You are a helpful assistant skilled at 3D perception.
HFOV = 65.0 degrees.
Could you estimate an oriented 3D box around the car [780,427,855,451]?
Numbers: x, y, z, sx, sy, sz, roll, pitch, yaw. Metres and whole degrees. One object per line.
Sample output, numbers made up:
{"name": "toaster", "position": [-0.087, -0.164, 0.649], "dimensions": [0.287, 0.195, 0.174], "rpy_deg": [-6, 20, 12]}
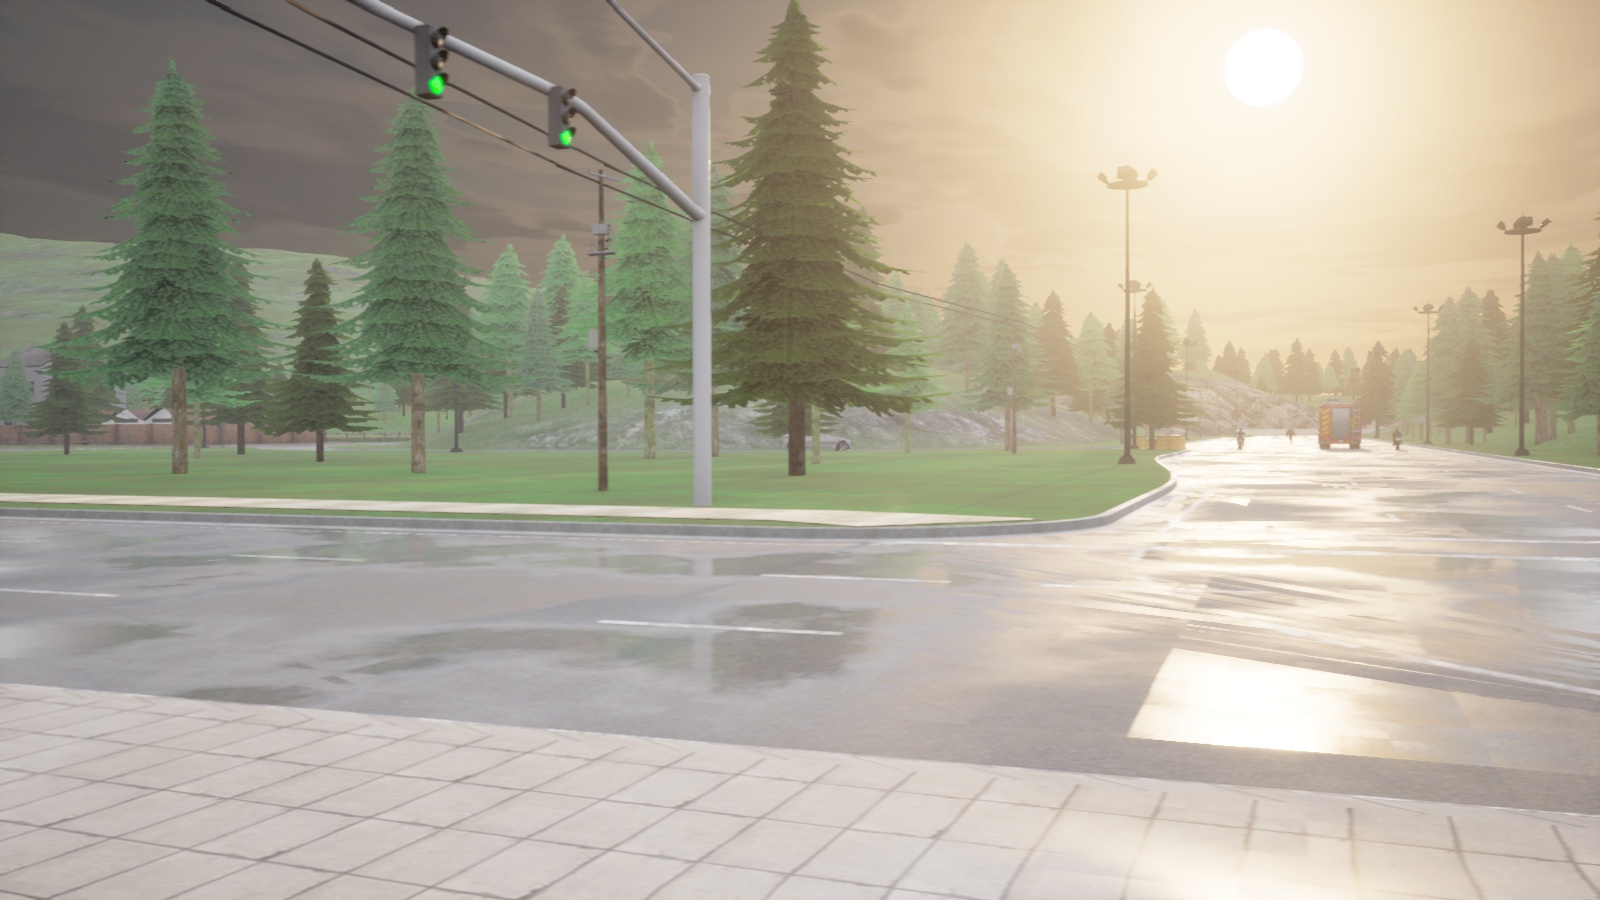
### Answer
{"name": "car", "position": [1.143, -0.767, 86.377], "dimensions": [5.027, 1.651, 2.152], "rpy_deg": [0, 1, -3]}
